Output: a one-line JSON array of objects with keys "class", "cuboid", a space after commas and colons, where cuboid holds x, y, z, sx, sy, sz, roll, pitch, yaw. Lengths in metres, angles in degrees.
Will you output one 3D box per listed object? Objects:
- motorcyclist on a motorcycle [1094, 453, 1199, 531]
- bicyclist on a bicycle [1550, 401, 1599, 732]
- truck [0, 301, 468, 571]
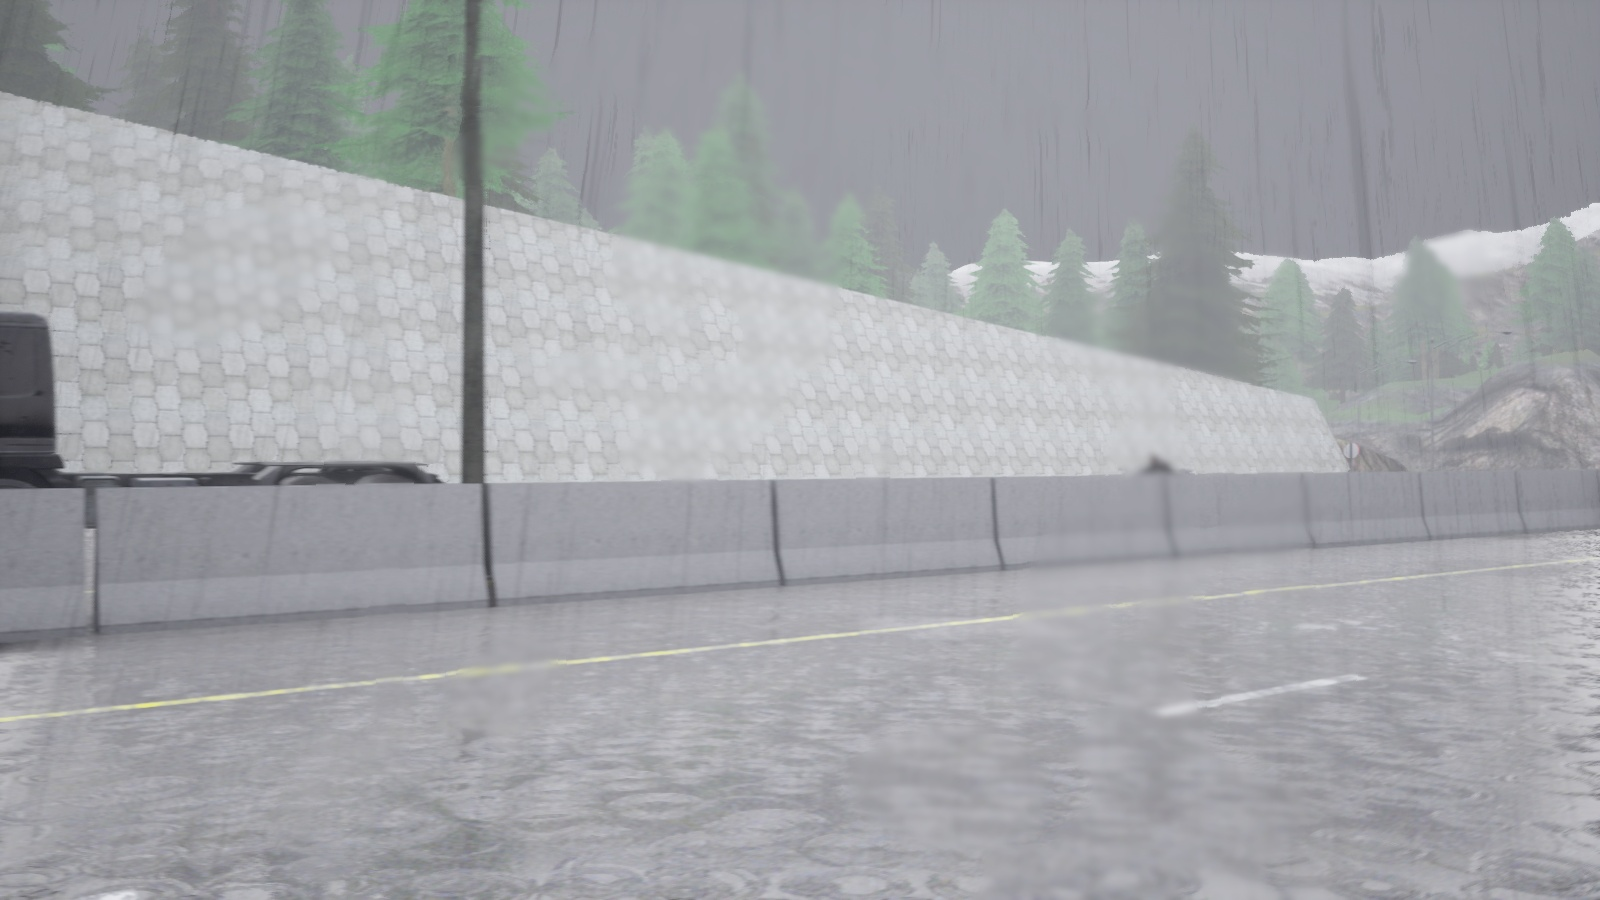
[{"class": "motorcyclist on a motorcycle", "cuboid": [7.086, 0.828, 25.648, 2.191, 1.530, 0.866, 0, 0, -35]}, {"class": "bicyclist on a bicycle", "cuboid": [5.101, 0.622, 7.210, 1.843, 1.776, 0.659, 0, 0, -35]}, {"class": "truck", "cuboid": [-9.276, -0.172, 18.528, 7.936, 3.462, 2.891, 0, 0, -35]}]
